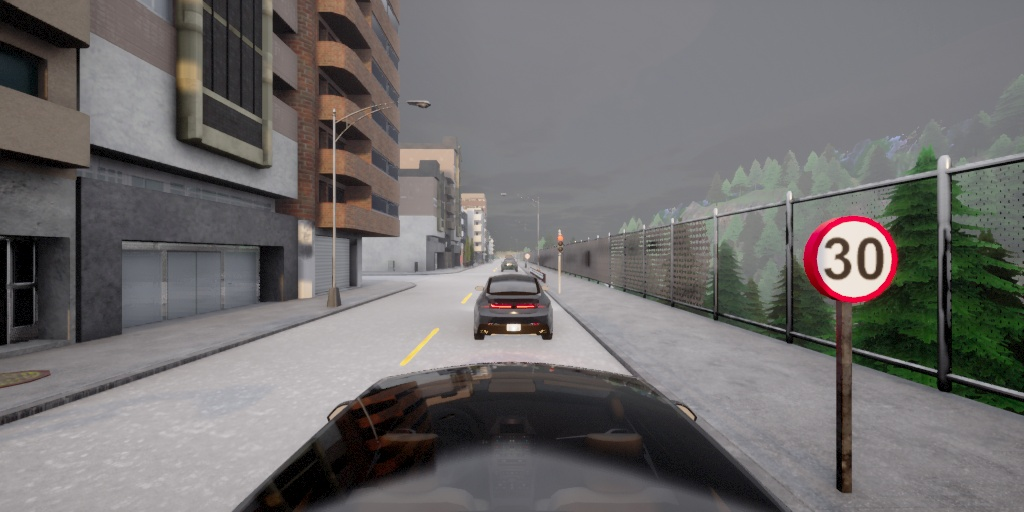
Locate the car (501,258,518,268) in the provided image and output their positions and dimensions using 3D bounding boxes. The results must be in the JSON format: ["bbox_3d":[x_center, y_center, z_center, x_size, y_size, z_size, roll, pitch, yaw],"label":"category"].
[{"bbox_3d":[-0.332,1.102,46.301,2.097,1.767,4.553,0,0,-1],"label":"car"}]

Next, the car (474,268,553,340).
[{"bbox_3d":[0.016,1.255,9.945,1.837,1.490,4.892,0,0,0],"label":"car"}]
